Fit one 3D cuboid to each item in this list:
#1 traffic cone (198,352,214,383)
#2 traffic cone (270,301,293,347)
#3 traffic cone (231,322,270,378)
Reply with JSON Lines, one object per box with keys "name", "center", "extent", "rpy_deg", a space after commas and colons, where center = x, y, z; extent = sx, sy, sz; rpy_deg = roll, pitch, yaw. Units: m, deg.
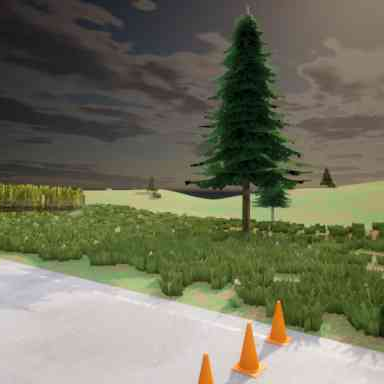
{"name": "traffic cone", "center": [0.145, 1.955, 3.431], "extent": [0.340, 0.580, 0.340], "rpy_deg": [0, 0, 36]}
{"name": "traffic cone", "center": [1.314, 1.955, 5.053], "extent": [0.340, 0.580, 0.340], "rpy_deg": [0, 0, 36]}
{"name": "traffic cone", "center": [0.729, 1.955, 4.242], "extent": [0.340, 0.580, 0.340], "rpy_deg": [0, 0, 36]}
